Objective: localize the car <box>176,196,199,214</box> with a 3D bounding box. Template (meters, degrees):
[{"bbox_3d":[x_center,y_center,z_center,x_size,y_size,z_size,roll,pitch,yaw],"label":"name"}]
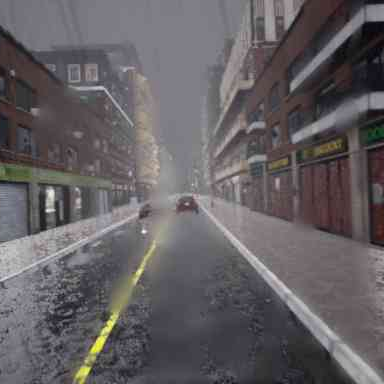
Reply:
[{"bbox_3d":[-0.486,1.132,32.363,2.097,1.767,4.553,-2,0,-1],"label":"car"}]

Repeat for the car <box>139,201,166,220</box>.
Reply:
[{"bbox_3d":[-3.228,1.493,27.620,1.994,1.385,4.181,-2,0,-1],"label":"car"}]
